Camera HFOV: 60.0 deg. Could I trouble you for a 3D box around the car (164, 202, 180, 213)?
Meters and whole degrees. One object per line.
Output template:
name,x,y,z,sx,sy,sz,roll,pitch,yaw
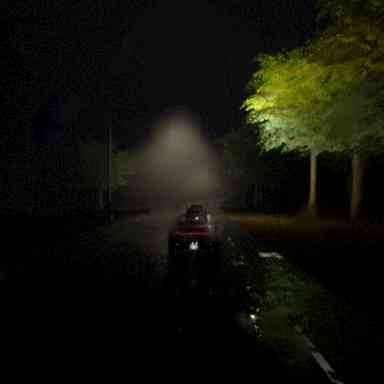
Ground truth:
car,-2.612,1.993,44.566,2.033,1.411,5.357,0,-1,3

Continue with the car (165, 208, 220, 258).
car,0.119,1.628,13.453,2.128,1.511,4.902,0,0,1

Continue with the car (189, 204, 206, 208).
car,0.463,1.792,28.419,1.837,1.490,4.892,0,0,2
